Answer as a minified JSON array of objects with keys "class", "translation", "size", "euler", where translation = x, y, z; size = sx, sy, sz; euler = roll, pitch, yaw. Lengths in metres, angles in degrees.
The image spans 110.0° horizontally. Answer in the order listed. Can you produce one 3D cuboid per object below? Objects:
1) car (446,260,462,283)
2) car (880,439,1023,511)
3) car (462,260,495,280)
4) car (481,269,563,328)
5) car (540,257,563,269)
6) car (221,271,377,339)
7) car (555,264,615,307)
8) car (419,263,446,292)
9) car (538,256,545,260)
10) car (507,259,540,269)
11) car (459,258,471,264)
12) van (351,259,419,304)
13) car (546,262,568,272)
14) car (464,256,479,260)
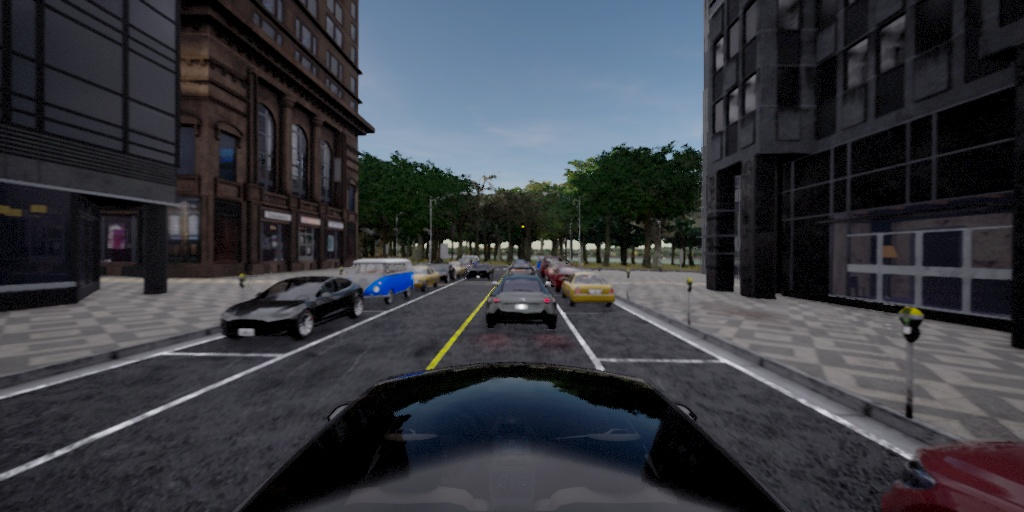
[{"class":"car","translation":[-5.201,1.175,26.136],"size":[1.948,1.339,4.313],"euler":[0,0,1]},{"class":"car","translation":[3.061,1.304,0.118],"size":[1.812,1.442,4.674],"euler":[0,0,1]},{"class":"car","translation":[-2.452,1.218,28.701],"size":[1.895,1.301,4.718],"euler":[0,0,2]},{"class":"car","translation":[0.294,1.274,11.278],"size":[1.994,1.385,4.181],"euler":[0,0,1]},{"class":"car","translation":[3.321,1.107,25.921],"size":[1.967,1.591,4.097],"euler":[0,0,1]},{"class":"car","translation":[-5.613,1.242,9.829],"size":[1.948,1.339,4.313],"euler":[0,0,1]},{"class":"car","translation":[3.051,1.237,15.220],"size":[1.751,1.417,4.829],"euler":[0,0,1]},{"class":"car","translation":[-5.343,1.156,20.531],"size":[1.751,1.417,4.829],"euler":[0,0,1]},{"class":"car","translation":[3.458,0.961,31.357],"size":[2.192,1.841,5.009],"euler":[0,0,1]},{"class":"car","translation":[0.666,1.142,26.045],"size":[2.128,1.511,4.902],"euler":[0,0,1]},{"class":"car","translation":[-5.069,1.113,31.402],"size":[1.751,1.417,4.829],"euler":[0,0,1]},{"class":"van","translation":[-5.476,0.994,15.265],"size":[1.690,1.789,3.998],"euler":[0,0,1]},{"class":"car","translation":[3.184,1.235,20.486],"size":[1.888,1.381,4.507],"euler":[0,0,1]},{"class":"car","translation":[-4.927,1.006,37.008],"size":[1.967,1.591,4.097],"euler":[0,0,1]}]
